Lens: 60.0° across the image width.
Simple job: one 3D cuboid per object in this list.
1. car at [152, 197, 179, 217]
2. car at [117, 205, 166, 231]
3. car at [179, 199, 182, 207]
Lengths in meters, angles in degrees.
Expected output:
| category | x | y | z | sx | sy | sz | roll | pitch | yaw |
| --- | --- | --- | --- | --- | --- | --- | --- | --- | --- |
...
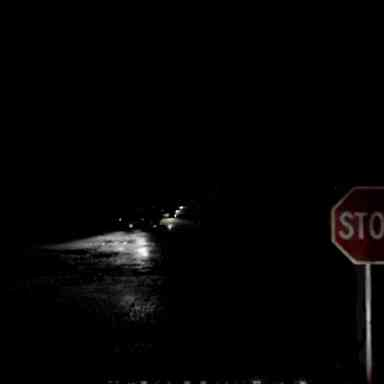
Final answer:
| category | x | y | z | sx | sy | sz | roll | pitch | yaw |
| --- | --- | --- | --- | --- | --- | --- | --- | --- | --- |
| car | -2.893 | 1.530 | 35.361 | 2.150 | 2.045 | 5.566 | 0 | -1 | 0 |
| car | -3.415 | 1.800 | 22.664 | 1.895 | 1.301 | 4.718 | 0 | -1 | 9 |
| car | -2.869 | 1.980 | 48.512 | 1.994 | 1.385 | 4.181 | 0 | 0 | 0 |
